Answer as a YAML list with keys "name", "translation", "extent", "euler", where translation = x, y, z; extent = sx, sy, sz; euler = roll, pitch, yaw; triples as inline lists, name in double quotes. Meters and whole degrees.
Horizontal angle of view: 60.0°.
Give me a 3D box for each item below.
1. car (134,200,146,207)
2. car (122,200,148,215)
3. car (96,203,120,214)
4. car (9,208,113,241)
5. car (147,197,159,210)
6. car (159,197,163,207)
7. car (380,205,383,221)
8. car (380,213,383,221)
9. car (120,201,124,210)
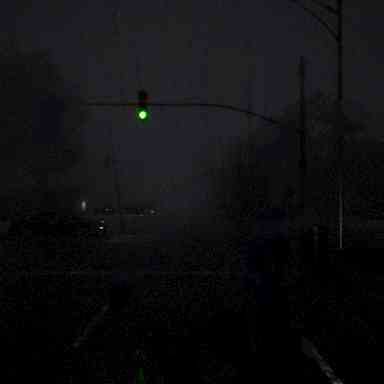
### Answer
- name: "car"
  translation: [-10.797, 2.345, 68.867]
  extent: [1.994, 1.385, 4.181]
  euler: [0, 0, -2]
- name: "car"
  translation: [-7.070, 2.094, 41.758]
  extent: [1.994, 1.385, 4.181]
  euler: [0, -1, 0]
- name: "car"
  translation: [-10.582, 2.043, 40.685]
  extent: [1.812, 1.442, 4.674]
  euler: [0, 0, 1]
- name: "car"
  translation: [-6.942, 1.762, 17.548]
  extent: [4.892, 1.490, 1.837]
  euler: [0, -1, -3]
- name: "car"
  translation: [-7.089, 2.018, 53.600]
  extent: [2.097, 1.767, 4.553]
  euler: [0, -1, 0]
- name: "car"
  translation: [-7.298, 2.020, 68.984]
  extent: [2.150, 2.045, 5.566]
  euler: [0, 0, -2]
- name: "car"
  translation: [19.999, 1.926, 29.669]
  extent: [5.357, 1.411, 2.033]
  euler: [0, -1, -3]
- name: "car"
  translation: [17.462, 1.933, 26.021]
  extent: [4.718, 1.301, 1.895]
  euler: [0, -1, -3]
- name: "car"
  translation: [-10.588, 2.148, 53.975]
  extent: [1.882, 1.535, 5.008]
  euler: [0, -1, 0]
